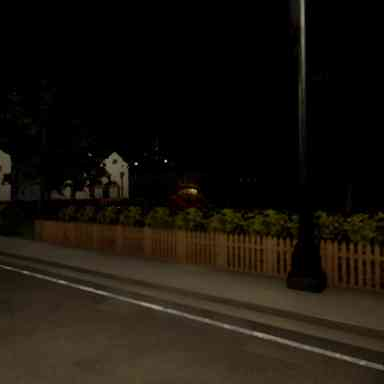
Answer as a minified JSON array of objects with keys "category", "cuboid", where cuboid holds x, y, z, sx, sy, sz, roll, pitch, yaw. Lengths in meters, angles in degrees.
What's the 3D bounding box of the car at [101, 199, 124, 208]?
[{"category":"car","cuboid":[-14.733,2.138,62.288,2.128,1.511,4.902,-1,0,37]}]
